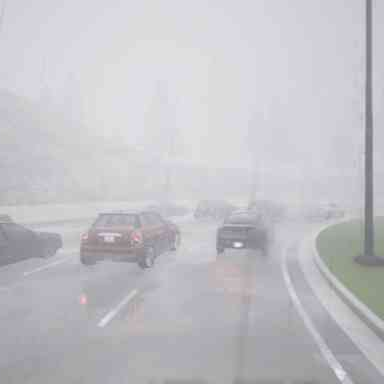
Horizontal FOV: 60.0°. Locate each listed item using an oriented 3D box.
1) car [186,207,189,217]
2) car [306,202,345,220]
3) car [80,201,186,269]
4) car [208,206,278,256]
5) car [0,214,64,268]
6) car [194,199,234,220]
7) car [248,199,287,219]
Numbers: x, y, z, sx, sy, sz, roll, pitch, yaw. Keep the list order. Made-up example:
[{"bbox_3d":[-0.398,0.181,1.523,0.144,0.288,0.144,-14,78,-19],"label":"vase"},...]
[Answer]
[{"bbox_3d":[-2.150,1.513,28.463,2.128,1.511,4.902,0,0,33],"label":"car"},{"bbox_3d":[11.307,1.550,28.193,1.812,1.442,4.674,0,0,44],"label":"car"},{"bbox_3d":[-1.881,1.359,11.503,2.097,1.767,4.553,0,0,13],"label":"car"},{"bbox_3d":[2.259,1.515,13.406,1.837,1.490,4.892,-1,0,17],"label":"car"},{"bbox_3d":[-5.974,1.554,9.697,2.033,1.411,5.357,0,0,10],"label":"car"},{"bbox_3d":[2.101,1.374,27.941,2.097,1.767,4.553,0,0,35],"label":"car"},{"bbox_3d":[6.217,1.374,27.635,2.097,1.767,4.553,0,0,38],"label":"car"}]
